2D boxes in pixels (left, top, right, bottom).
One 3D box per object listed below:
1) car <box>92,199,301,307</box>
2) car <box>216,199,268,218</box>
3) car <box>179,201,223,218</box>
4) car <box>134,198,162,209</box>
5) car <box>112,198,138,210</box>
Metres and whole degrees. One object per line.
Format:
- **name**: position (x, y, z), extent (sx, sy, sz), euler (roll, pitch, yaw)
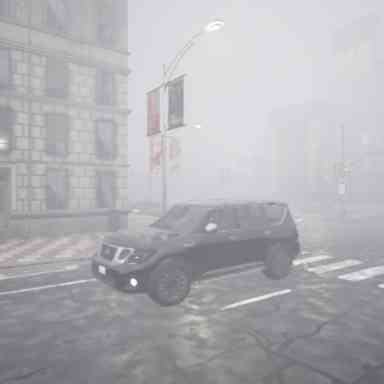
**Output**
- **car**: position (0.414, 1.221, 8.371), extent (5.566, 2.045, 2.150), euler (0, 0, -36)
- **car**: position (4.654, 1.477, 31.500), extent (1.882, 1.535, 5.008), euler (0, 0, -36)
- **car**: position (0.749, 1.563, 30.924), extent (1.994, 1.385, 4.181), euler (0, 0, -36)
- **car**: position (-6.179, 1.604, 46.635), extent (1.895, 1.301, 4.718), euler (0, 0, -36)
- **car**: position (-9.032, 1.601, 44.608), extent (1.994, 1.385, 4.181), euler (0, 0, -36)
